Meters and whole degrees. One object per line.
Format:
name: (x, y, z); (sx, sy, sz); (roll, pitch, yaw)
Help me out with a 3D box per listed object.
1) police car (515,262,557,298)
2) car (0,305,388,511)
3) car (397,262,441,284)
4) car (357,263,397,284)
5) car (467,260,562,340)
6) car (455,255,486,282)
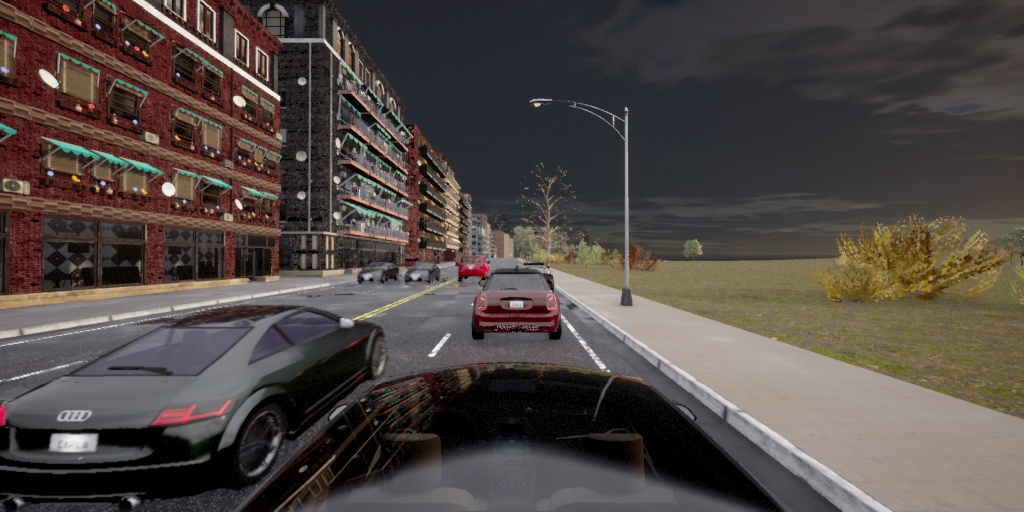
police car: (1.173, 1.177, 19.656); (1.930, 1.638, 5.238); (0, 0, 0)
car: (-3.145, 1.314, 4.583); (1.994, 1.385, 4.181); (0, 0, 0)
car: (-6.549, 1.244, 26.678); (2.128, 1.511, 4.902); (0, 0, 0)
car: (-9.799, 1.244, 26.663); (2.128, 1.511, 4.902); (0, 0, 0)
car: (0.112, 1.103, 10.161); (2.097, 1.767, 4.553); (0, 0, 0)
car: (-3.093, 0.973, 29.673); (2.150, 2.045, 5.566); (0, 0, 0)
